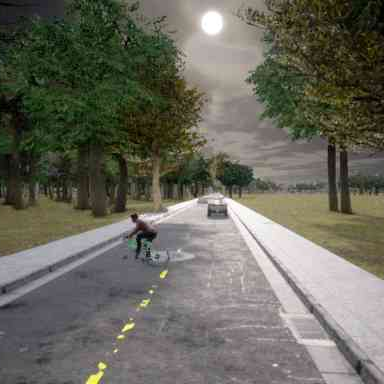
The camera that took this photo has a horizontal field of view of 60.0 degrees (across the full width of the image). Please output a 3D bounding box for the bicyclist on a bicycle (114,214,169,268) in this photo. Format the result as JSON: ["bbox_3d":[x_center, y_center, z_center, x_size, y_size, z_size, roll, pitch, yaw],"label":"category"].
[{"bbox_3d":[-1.502,1.453,9.755,1.656,1.620,0.582,-2,0,4],"label":"bicyclist on a bicycle"}]

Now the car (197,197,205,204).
[{"bbox_3d":[2.032,1.649,63.776,1.895,1.301,4.718,0,0,5],"label":"car"}]

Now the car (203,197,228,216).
[{"bbox_3d":[2.500,1.504,32.381,2.128,1.511,4.902,0,0,5],"label":"car"}]

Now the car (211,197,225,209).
[{"bbox_3d":[3.552,1.533,45.886,1.837,1.490,4.892,0,0,4],"label":"car"}]
